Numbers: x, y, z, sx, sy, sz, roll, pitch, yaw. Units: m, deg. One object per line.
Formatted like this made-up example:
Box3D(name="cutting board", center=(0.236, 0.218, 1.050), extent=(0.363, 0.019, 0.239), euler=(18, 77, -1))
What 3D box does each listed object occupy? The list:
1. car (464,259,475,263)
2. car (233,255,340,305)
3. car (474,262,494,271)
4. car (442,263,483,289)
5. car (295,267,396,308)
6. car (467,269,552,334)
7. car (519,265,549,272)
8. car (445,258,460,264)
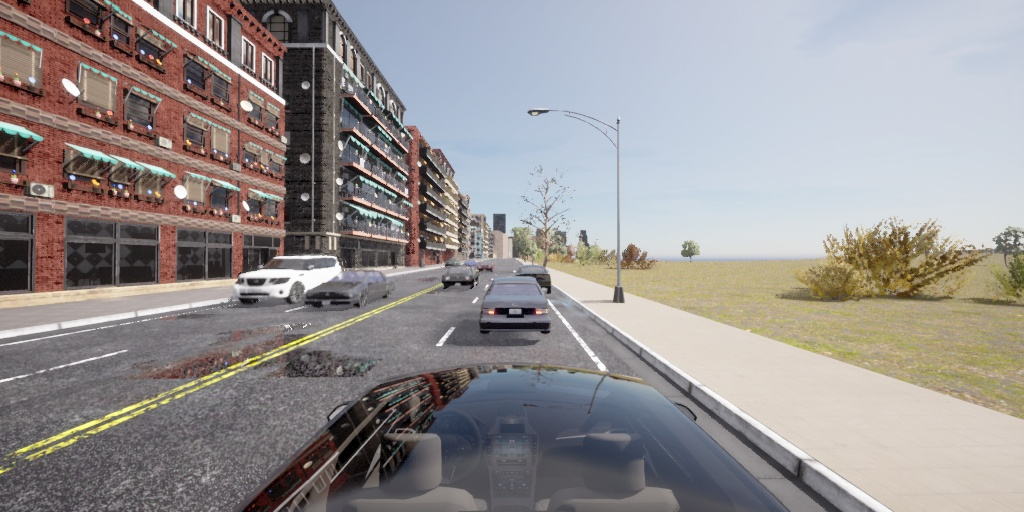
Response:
Box3D(name="car", center=(-6.669, 1.275, 57.312), extent=(1.812, 1.442, 4.674), euler=(0, 0, 0))
Box3D(name="car", center=(-9.874, 0.973, 16.469), extent=(2.150, 2.045, 5.566), euler=(0, 0, 0))
Box3D(name="car", center=(-3.218, 1.351, 45.089), extent=(1.895, 1.301, 4.718), euler=(0, 0, 1))
Box3D(name="car", center=(-3.182, 1.353, 23.188), extent=(1.895, 1.301, 4.718), euler=(0, 0, 0))
Box3D(name="car", center=(-6.619, 1.299, 15.420), extent=(2.033, 1.411, 5.357), euler=(0, 0, 0))
Box3D(name="car", center=(0.090, 1.299, 10.617), extent=(2.033, 1.411, 5.357), euler=(0, 0, 0))
Box3D(name="car", center=(1.109, 1.230, 20.381), extent=(1.882, 1.535, 5.008), euler=(0, 0, 0))
Box3D(name="car", center=(-9.913, 1.100, 59.979), extent=(2.097, 1.767, 4.553), euler=(0, 0, 0))
